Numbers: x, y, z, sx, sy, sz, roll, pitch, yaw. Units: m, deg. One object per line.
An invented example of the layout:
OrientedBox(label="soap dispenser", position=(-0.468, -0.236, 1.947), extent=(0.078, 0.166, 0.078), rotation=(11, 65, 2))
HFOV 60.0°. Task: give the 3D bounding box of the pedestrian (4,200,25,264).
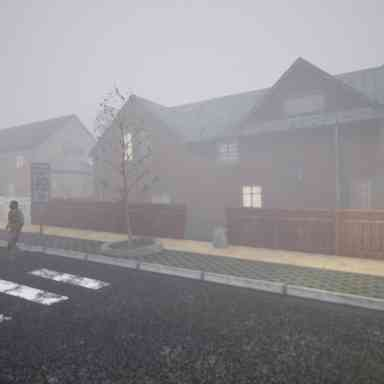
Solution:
OrientedBox(label="pedestrian", position=(-5.124, 1.105, 9.568), extent=(0.375, 1.860, 0.375), rotation=(-2, -3, 30))
